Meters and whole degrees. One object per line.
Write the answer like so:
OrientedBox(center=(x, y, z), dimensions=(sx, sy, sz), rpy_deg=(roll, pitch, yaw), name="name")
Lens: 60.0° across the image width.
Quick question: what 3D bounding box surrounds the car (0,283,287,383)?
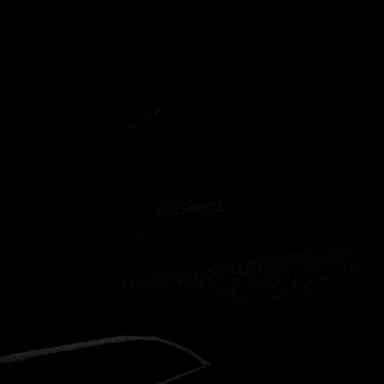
OrientedBox(center=(-1.500, 1.490, 2.001), dimensions=(4.902, 1.511, 2.128), rpy_deg=(1, 0, -35), name="car")
